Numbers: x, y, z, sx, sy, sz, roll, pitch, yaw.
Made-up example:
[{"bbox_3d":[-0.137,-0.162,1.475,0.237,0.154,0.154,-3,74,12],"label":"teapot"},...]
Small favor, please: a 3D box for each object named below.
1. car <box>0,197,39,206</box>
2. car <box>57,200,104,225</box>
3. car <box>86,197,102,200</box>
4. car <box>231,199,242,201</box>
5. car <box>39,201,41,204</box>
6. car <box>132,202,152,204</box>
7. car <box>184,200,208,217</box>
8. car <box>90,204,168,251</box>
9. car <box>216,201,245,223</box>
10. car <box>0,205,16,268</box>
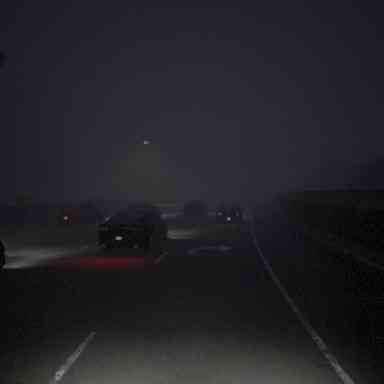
[{"bbox_3d":[-20.080,1.365,37.921,2.097,1.767,4.553,0,0,10],"label":"car"},{"bbox_3d":[-7.948,1.550,24.154,1.812,1.442,4.674,0,0,9],"label":"car"},{"bbox_3d":[-14.642,1.541,48.984,1.882,1.535,5.008,0,0,9],"label":"car"},{"bbox_3d":[5.718,1.630,42.760,1.812,1.442,4.674,0,0,9],"label":"car"},{"bbox_3d":[-24.994,1.635,50.744,1.994,1.385,4.181,0,0,9],"label":"car"},{"bbox_3d":[-3.947,1.534,27.004,2.128,1.511,4.902,0,0,9],"label":"car"},{"bbox_3d":[0.447,1.544,32.245,1.882,1.535,5.008,0,0,9],"label":"car"},{"bbox_3d":[-2.314,1.499,14.263,1.882,1.535,5.008,0,0,7],"label":"car"},{"bbox_3d":[3.025,1.663,26.311,1.895,1.301,4.718,0,0,9],"label":"car"},{"bbox_3d":[-6.463,1.347,7.681,2.097,1.767,4.553,0,0,4],"label":"car"}]
